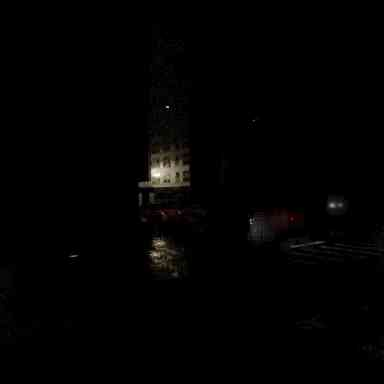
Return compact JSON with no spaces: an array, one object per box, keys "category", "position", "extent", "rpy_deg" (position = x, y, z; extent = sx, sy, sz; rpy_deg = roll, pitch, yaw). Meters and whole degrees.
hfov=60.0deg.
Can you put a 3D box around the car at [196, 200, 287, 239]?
[{"category":"car","position":[2.580,1.518,18.394],"extent":[2.097,1.767,4.553],"rpy_deg":[0,0,-35]}]

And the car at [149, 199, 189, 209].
[{"category":"car","position":[-2.593,1.630,25.668],"extent":[2.097,1.767,4.553],"rpy_deg":[0,0,-36]}]

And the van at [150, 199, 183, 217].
[{"category":"van","position":[-2.816,1.689,36.045],"extent":[1.690,1.788,3.998],"rpy_deg":[-1,0,-36]}]

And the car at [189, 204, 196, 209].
[{"category":"car","position":[0.288,1.804,31.705],"extent":[1.752,1.417,4.829],"rpy_deg":[-1,0,-36]}]

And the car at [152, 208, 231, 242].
[{"category":"car","position":[-0.150,1.778,17.652],"extent":[1.802,1.307,4.206],"rpy_deg":[-1,0,-36]}]

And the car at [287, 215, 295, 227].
[{"category":"car","position":[4.109,1.714,21.797],"extent":[2.033,1.411,5.357],"rpy_deg":[0,0,-36]}]

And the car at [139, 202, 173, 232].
[{"category":"car","position":[-3.353,1.706,22.132],"extent":[1.967,1.590,4.097],"rpy_deg":[-1,0,-36]}]
